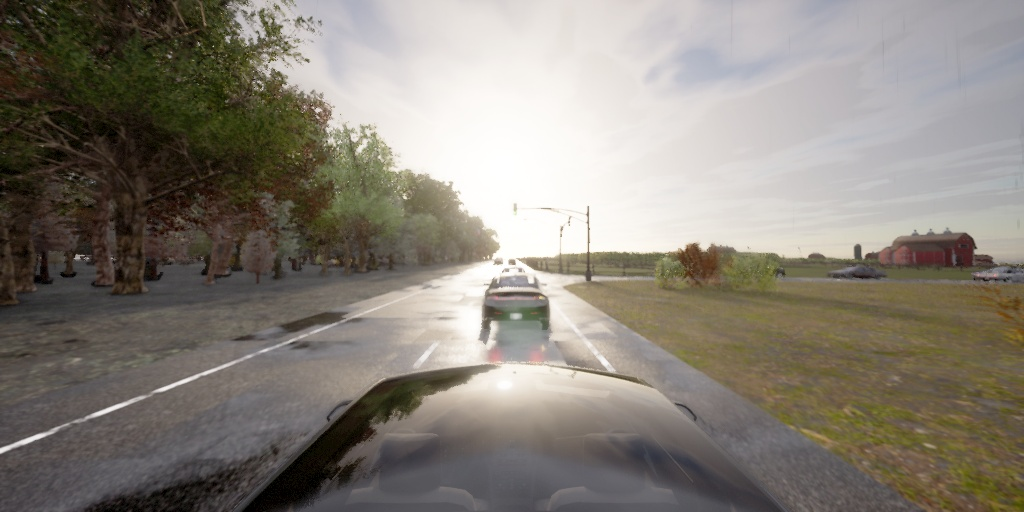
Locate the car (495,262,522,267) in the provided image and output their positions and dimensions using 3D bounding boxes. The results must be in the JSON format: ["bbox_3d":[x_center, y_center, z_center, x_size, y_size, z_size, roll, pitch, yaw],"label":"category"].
[{"bbox_3d":[0.106,1.357,23.514,2.033,1.411,5.357,0,0,0],"label":"car"}]

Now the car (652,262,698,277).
[{"bbox_3d":[17.745,1.445,39.010,4.553,1.767,2.097,1,-1,1],"label":"car"}]

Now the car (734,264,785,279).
[{"bbox_3d":[26.715,1.668,38.925,5.008,1.535,1.882,1,-1,0],"label":"car"}]

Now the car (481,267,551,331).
[{"bbox_3d":[0.102,1.266,11.149,2.128,1.511,4.902,0,0,0],"label":"car"}]

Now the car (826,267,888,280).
[{"bbox_3d":[37.362,1.853,38.872,5.357,1.411,2.033,1,-1,0],"label":"car"}]

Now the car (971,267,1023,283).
[{"bbox_3d":[48.916,1.963,35.200,4.718,1.301,1.895,1,-1,1],"label":"car"}]
